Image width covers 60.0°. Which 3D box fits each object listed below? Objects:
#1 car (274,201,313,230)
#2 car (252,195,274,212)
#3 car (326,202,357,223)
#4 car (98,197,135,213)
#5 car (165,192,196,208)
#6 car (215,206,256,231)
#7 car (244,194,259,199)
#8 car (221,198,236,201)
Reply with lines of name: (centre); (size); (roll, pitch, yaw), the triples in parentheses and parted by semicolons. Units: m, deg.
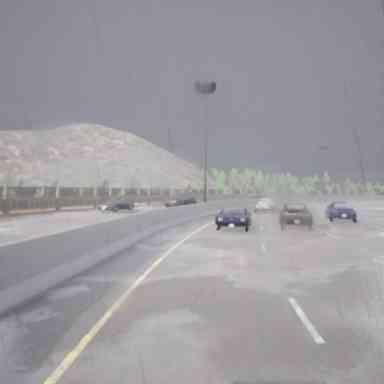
car: (6.427, 1.442, 20.906); (2.128, 1.511, 4.902); (0, 0, 13)
car: (8.389, 1.424, 37.169); (1.812, 1.442, 4.674); (0, 0, 24)
car: (11.364, 1.480, 25.490); (1.812, 1.442, 4.674); (0, 0, 18)
car: (-7.824, 1.333, 34.737); (2.128, 1.511, 4.902); (0, 0, 20)
car: (-1.335, 1.062, 41.649); (2.150, 2.045, 5.566); (0, 1, 24)
car: (2.670, 1.538, 20.380); (1.895, 1.301, 4.718); (0, 0, 13)
car: (12.814, 1.077, 70.094); (1.882, 1.535, 5.008); (0, 0, 40)
car: (5.028, 1.452, 46.656); (1.895, 1.301, 4.718); (0, 0, 29)
